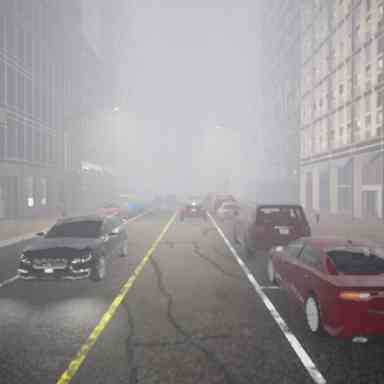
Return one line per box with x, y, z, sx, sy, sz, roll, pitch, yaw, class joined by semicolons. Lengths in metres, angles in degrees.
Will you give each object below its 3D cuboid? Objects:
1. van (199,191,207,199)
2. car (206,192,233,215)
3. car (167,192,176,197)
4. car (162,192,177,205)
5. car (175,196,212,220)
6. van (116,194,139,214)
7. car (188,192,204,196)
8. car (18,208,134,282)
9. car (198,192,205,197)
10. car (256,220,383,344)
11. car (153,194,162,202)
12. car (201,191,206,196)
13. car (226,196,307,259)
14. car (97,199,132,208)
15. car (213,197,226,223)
2.707;0.637;80.482;1.690;1.788;3.998;0;1;0;van
2.696;1.082;29.208;2.192;1.841;5.009;0;0;0;car
-5.671;0.728;91.882;2.008;1.369;4.403;0;1;0;car
-3.071;1.094;50.019;1.837;1.490;4.892;0;1;0;car
0.107;1.300;25.505;2.163;1.488;4.792;0;0;0;car
-5.685;1.108;29.211;1.690;1.788;3.998;0;0;0;van
0.107;1.159;42.625;2.163;1.488;4.792;0;1;0;car
-3.099;1.428;9.624;1.837;1.490;4.892;0;0;0;car
2.709;0.760;91.881;1.802;1.307;4.206;0;1;0;car
2.691;1.494;6.422;1.887;1.381;4.507;0;0;0;car
-5.679;1.086;57.699;1.947;1.339;4.313;0;1;0;car
2.700;0.938;46.298;2.192;1.841;5.009;0;1;0;car
2.692;1.219;12.117;2.192;1.841;5.009;0;0;0;car
-5.686;1.394;23.515;1.802;1.307;4.206;0;0;0;car
2.695;1.337;23.681;1.752;1.417;4.829;0;0;0;car
